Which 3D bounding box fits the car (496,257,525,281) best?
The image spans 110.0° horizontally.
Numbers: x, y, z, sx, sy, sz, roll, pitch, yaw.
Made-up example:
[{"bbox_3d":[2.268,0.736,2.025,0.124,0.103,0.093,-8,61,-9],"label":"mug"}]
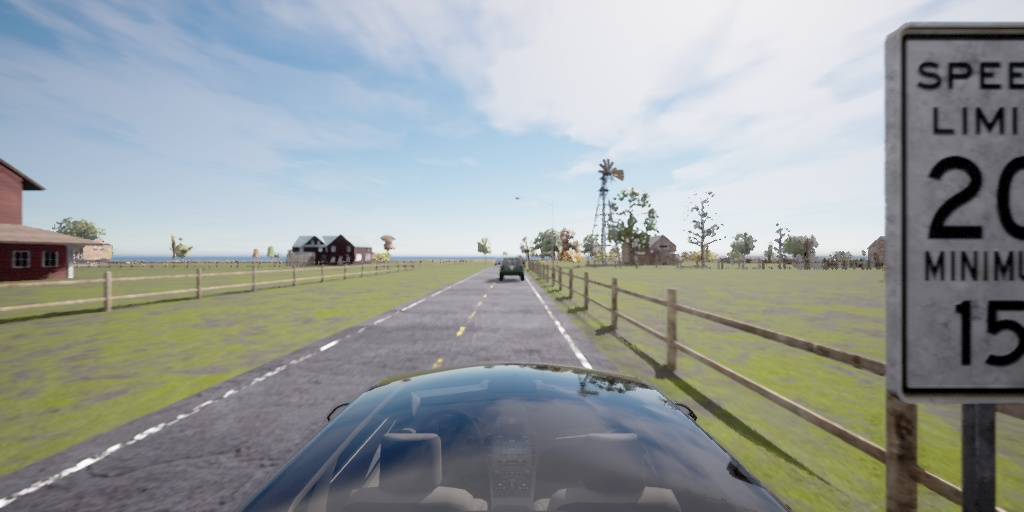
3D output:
[{"bbox_3d":[-0.014,1.086,32.052,2.150,2.045,5.566,0,0,0],"label":"car"}]
